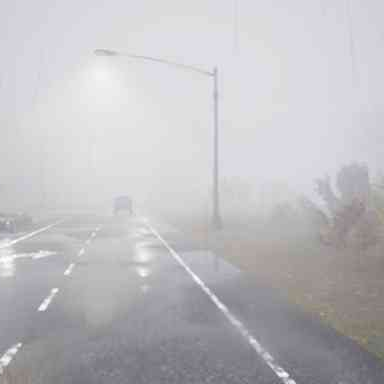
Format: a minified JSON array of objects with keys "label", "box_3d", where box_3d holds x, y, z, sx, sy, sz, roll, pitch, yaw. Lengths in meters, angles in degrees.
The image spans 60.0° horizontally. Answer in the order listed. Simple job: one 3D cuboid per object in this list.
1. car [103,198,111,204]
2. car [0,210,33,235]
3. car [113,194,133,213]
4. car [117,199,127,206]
[{"label":"car","box_3d":[-20.551,2.121,80.920,2.033,1.411,5.357,0,0,-12]},{"label":"car","box_3d":[-11.195,1.783,20.120,1.895,1.301,4.718,0,0,-12]},{"label":"car","box_3d":[-8.690,1.550,41.942,2.150,2.045,5.566,0,0,-12]},{"label":"car","box_3d":[-13.990,2.091,66.885,1.895,1.301,4.718,0,0,-12]}]
